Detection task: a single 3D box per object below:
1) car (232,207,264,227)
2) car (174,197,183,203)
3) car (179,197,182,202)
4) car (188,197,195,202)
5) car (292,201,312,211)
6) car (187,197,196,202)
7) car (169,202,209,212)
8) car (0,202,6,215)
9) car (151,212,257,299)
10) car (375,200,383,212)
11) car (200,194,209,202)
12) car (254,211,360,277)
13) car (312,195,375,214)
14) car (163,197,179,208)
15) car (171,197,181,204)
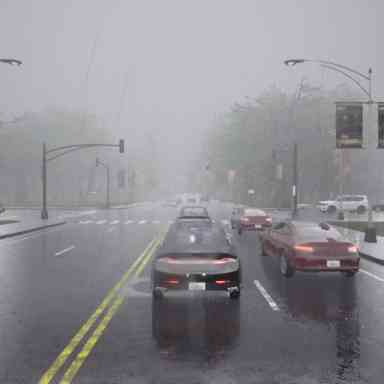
[{"bbox_3d":[3.335,1.555,18.970,1.812,1.442,4.674,0,0,1],"label":"car"},{"bbox_3d":[-3.361,1.945,81.739,2.033,1.411,5.357,0,-1,0],"label":"car"},{"bbox_3d":[-3.399,1.705,61.347,2.128,1.511,4.902,0,0,1],"label":"car"},{"bbox_3d":[-0.127,1.965,92.940,1.994,1.385,4.181,0,-1,0],"label":"car"},{"bbox_3d":[14.811,1.772,40.764,4.718,1.301,1.895,0,0,0],"label":"car"},{"bbox_3d":[-0.111,1.893,82.487,1.882,1.535,5.008,0,-1,0],"label":"car"},{"bbox_3d":[0.077,1.517,17.851,2.128,1.511,4.902,0,0,0],"label":"car"},{"bbox_3d":[-20.182,1.224,30.508,5.566,2.045,2.150,0,0,-1],"label":"car"},{"bbox_3d":[0.088,1.496,8.444,2.128,1.511,4.902,0,0,0],"label":"car"},{"bbox_3d":[23.943,1.695,40.849,5.008,1.535,1.882,0,0,0],"label":"car"},{"bbox_3d":[3.138,1.642,82.558,2.150,2.045,5.566,0,-1,0],"label":"car"},{"bbox_3d":[3.332,1.533,10.162,1.812,1.442,4.674,0,0,0],"label":"car"},{"bbox_3d":[17.056,1.399,37.541,5.566,2.045,2.150,0,0,-1],"label":"car"},{"bbox_3d":[-3.414,1.755,50.863,1.895,1.301,4.718,0,0,0],"label":"car"},{"bbox_3d":[-3.347,1.850,71.262,1.994,1.385,4.181,0,-1,0],"label":"car"}]
